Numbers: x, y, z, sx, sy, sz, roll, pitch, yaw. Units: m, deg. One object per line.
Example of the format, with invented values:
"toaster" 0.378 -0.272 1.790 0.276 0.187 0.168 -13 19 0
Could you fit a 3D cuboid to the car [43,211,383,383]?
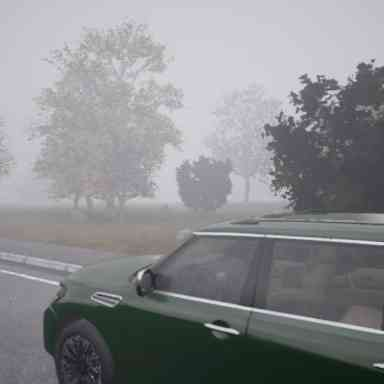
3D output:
"car" 0.898 1.214 3.248 5.566 2.045 2.150 0 0 35
